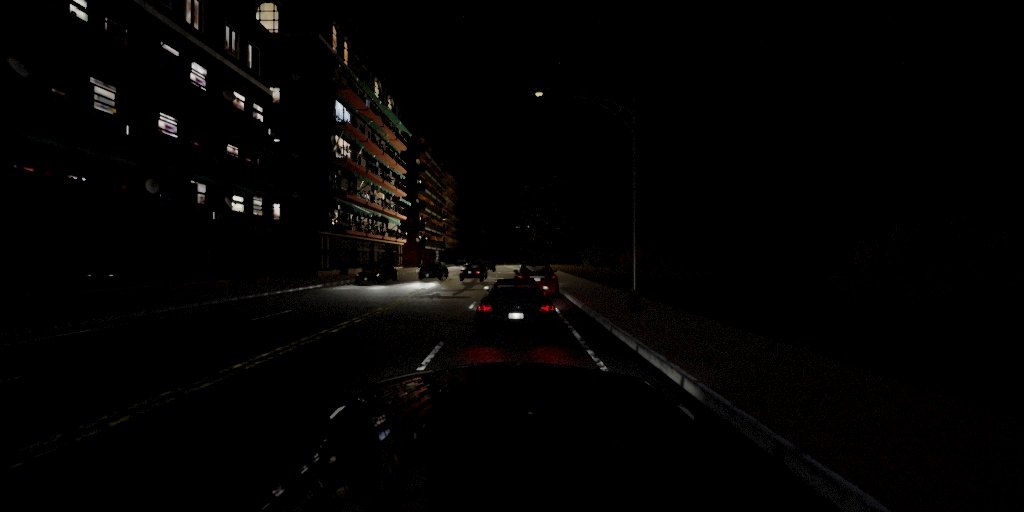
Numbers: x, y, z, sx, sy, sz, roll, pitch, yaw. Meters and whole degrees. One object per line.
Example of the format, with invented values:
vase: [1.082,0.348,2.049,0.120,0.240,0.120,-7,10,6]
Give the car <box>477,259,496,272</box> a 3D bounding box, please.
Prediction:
car: [-3.077,1.232,45.979,1.882,1.535,5.008,0,0,1]

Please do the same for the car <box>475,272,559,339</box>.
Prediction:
car: [0.109,1.316,10.068,1.994,1.385,4.181,0,0,1]

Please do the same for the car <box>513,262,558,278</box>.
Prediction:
car: [1.165,1.104,18.647,2.097,1.767,4.553,0,0,0]

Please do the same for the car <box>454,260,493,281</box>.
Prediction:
car: [-3.123,1.301,30.001,2.033,1.411,5.357,0,0,3]

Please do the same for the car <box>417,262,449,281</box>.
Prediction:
car: [-6.554,1.245,30.222,2.128,1.511,4.902,0,0,0]

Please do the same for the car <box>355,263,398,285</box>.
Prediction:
car: [-9.810,1.279,26.367,1.812,1.442,4.674,0,0,0]
